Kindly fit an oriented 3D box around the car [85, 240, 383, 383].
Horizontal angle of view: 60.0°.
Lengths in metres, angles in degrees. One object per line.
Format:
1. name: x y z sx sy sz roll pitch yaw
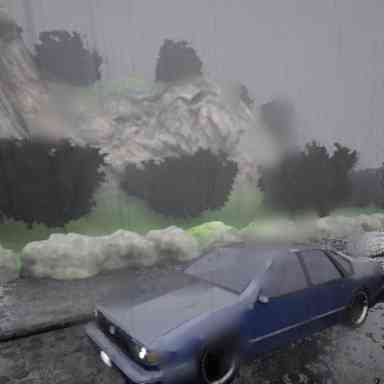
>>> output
1. car: 1.159 1.548 5.430 5.357 1.411 2.033 0 0 -35
